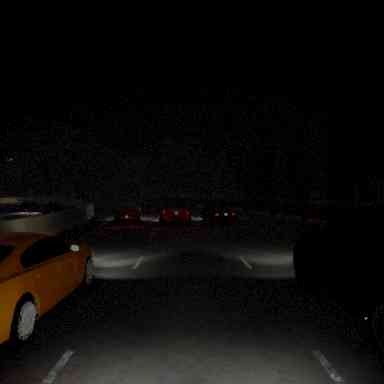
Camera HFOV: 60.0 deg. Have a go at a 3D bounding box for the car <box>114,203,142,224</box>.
[{"bbox_3d":[-5.074,1.615,26.102,1.882,1.535,5.008,0,0,-10],"label":"car"}]

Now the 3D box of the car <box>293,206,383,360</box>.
[{"bbox_3d":[3.601,1.253,5.931,2.150,2.045,5.566,0,0,0],"label":"car"}]

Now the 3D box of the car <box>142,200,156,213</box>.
[{"bbox_3d":[-5.041,1.706,40.502,2.128,1.511,4.902,0,0,-17],"label":"car"}]

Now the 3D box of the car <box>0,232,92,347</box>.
[{"bbox_3d":[-3.405,1.512,6.379,1.882,1.535,5.008,0,0,0],"label":"car"}]

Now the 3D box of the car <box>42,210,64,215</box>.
[{"bbox_3d":[-14.548,1.750,35.212,1.994,1.385,4.181,0,0,-17],"label":"car"}]

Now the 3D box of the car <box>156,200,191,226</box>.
[{"bbox_3d":[-1.352,1.483,24.958,2.097,1.767,4.553,0,0,-8],"label":"car"}]

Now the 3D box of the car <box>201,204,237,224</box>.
[{"bbox_3d":[2.015,1.687,26.481,2.033,1.411,5.357,0,0,-10],"label":"car"}]
